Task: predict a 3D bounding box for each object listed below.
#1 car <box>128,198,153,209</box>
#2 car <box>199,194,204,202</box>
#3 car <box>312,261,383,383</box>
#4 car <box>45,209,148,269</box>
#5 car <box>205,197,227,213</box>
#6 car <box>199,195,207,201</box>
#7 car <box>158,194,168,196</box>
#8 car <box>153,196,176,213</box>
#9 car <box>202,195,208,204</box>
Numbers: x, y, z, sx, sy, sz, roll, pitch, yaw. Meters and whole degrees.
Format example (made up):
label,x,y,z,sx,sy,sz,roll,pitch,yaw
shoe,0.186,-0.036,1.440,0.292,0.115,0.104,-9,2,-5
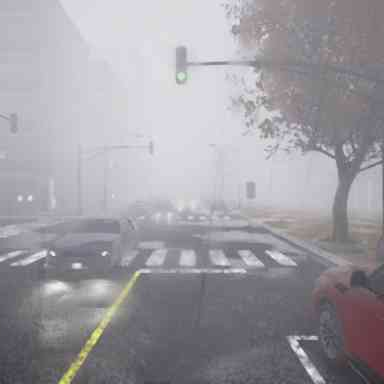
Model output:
label,x,y,z,sx,sy,sz,roll,pitch,yaw
car,-5.665,1.483,35.063,2.008,1.369,4.403,0,0,0
car,2.734,1.482,62.720,1.802,1.307,4.206,0,0,0
car,2.694,1.308,2.669,2.192,1.841,5.009,0,0,0
car,-2.992,1.523,11.326,2.033,1.411,5.357,0,0,0
car,2.715,1.477,35.057,1.887,1.381,4.507,0,0,0
car,2.749,1.428,84.852,1.887,1.381,4.507,0,0,0
car,-5.650,1.346,57.194,1.967,1.590,4.097,0,0,0
car,-2.975,1.499,36.012,1.994,1.385,4.181,0,0,0
car,2.722,1.442,46.293,1.752,1.417,4.829,0,0,0
